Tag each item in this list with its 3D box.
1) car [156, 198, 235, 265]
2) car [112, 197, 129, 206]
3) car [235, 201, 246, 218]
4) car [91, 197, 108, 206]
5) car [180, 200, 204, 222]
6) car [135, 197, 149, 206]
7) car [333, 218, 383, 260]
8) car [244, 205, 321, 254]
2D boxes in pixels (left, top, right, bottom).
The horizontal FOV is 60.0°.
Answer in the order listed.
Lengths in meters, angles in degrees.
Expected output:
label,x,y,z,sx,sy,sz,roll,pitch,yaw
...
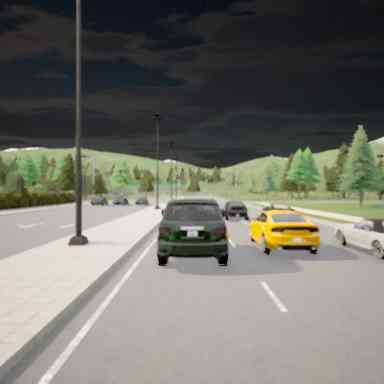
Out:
label,x,y,z,sx,sy,sz,roll,pitch,yaw
car,0.041,1.228,11.809,2.150,2.045,5.566,0,0,1
car,-11.645,1.585,54.497,1.994,1.385,4.181,0,0,0
car,3.554,1.517,27.979,1.837,1.490,4.892,0,0,0
car,-15.145,1.527,54.645,1.837,1.490,4.892,0,0,0
car,0.055,1.517,27.986,1.837,1.490,4.892,0,0,0
car,-8.144,1.527,54.694,1.837,1.490,4.892,0,0,0
car,7.044,1.606,12.335,1.895,1.301,4.718,0,0,1
car,3.552,1.483,13.529,1.882,1.535,5.008,0,-1,1
